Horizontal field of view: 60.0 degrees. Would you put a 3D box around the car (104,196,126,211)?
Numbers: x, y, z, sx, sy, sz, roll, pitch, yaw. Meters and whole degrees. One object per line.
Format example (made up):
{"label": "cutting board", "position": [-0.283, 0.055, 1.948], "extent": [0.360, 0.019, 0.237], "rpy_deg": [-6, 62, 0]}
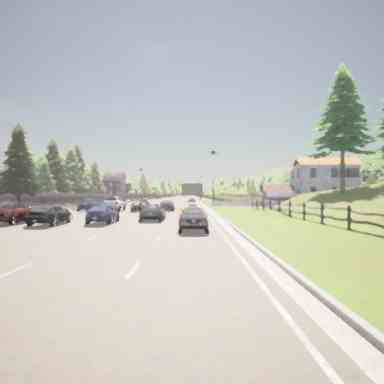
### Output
{"label": "car", "position": [-10.414, 1.592, 44.959], "extent": [2.150, 2.045, 5.566], "rpy_deg": [0, 0, 0]}

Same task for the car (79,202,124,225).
{"label": "car", "position": [-6.922, 1.740, 25.939], "extent": [1.812, 1.442, 4.674], "rpy_deg": [0, 0, 0]}

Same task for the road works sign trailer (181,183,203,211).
{"label": "road works sign trailer", "position": [0.007, 0.776, 37.798], "extent": [2.380, 3.560, 2.880], "rpy_deg": [0, 0, -3]}

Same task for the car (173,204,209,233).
{"label": "car", "position": [0.093, 1.723, 21.166], "extent": [2.033, 1.411, 5.357], "rpy_deg": [0, 0, 0]}

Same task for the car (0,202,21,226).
{"label": "car", "position": [-13.908, 1.565, 25.762], "extent": [2.097, 1.767, 4.553], "rpy_deg": [0, 0, 0]}

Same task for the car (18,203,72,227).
{"label": "car", "position": [-10.406, 1.706, 24.452], "extent": [1.837, 1.490, 4.892], "rpy_deg": [0, -1, 0]}

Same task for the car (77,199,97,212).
{"label": "car", "position": [-13.915, 1.725, 45.361], "extent": [2.097, 1.767, 4.553], "rpy_deg": [0, 0, 0]}

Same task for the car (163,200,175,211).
{"label": "car", "position": [-3.428, 1.911, 46.733], "extent": [1.812, 1.442, 4.674], "rpy_deg": [0, 0, 0]}

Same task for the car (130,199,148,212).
{"label": "car", "position": [-6.916, 1.965, 44.216], "extent": [1.895, 1.301, 4.718], "rpy_deg": [0, 0, 0]}

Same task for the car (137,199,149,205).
{"label": "car", "position": [-10.523, 2.142, 71.601], "extent": [1.994, 1.385, 4.181], "rpy_deg": [0, 0, 0]}

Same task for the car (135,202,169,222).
{"label": "car", "position": [-3.409, 1.804, 29.143], "extent": [1.994, 1.385, 4.181], "rpy_deg": [0, 0, 0]}

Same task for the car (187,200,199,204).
{"label": "car", "position": [0.112, 1.822, 34.162], "extent": [1.812, 1.442, 4.674], "rpy_deg": [0, -2, 2]}
